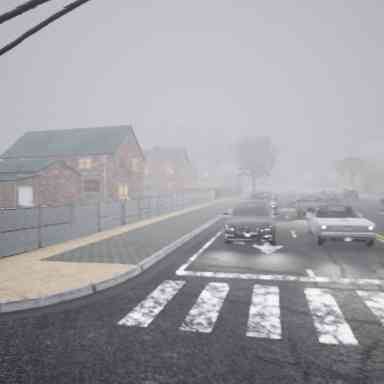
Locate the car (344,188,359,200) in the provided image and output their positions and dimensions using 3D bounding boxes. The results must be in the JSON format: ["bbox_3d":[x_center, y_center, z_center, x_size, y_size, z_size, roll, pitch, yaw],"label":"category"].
[{"bbox_3d":[20.633,0.217,43.937,1.837,1.490,4.892,-1,1,16],"label":"car"}]

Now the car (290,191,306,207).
[{"bbox_3d":[10.467,0.649,31.907,1.812,1.442,4.674,-1,1,15],"label":"car"}]

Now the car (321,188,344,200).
[{"bbox_3d":[15.704,0.453,38.342,2.033,1.411,5.357,-1,1,15],"label":"car"}]

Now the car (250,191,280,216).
[{"bbox_3d":[4.827,0.752,23.224,2.097,1.767,4.553,-1,1,14],"label":"car"}]

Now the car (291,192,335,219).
[{"bbox_3d":[7.867,0.942,21.986,1.994,1.385,4.181,-1,1,14],"label":"car"}]

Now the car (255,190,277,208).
[{"bbox_3d":[7.482,0.620,33.299,1.882,1.535,5.008,-1,1,16],"label":"car"}]

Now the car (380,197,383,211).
[{"bbox_3d":[15.268,0.568,23.966,2.097,1.767,4.553,-1,1,14],"label":"car"}]

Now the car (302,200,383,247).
[{"bbox_3d":[5.677,1.208,13.164,1.895,1.301,4.718,-1,1,14],"label":"car"}]

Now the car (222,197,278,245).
[{"bbox_3d":[2.457,1.152,13.663,1.837,1.490,4.892,-1,1,14],"label":"car"}]
